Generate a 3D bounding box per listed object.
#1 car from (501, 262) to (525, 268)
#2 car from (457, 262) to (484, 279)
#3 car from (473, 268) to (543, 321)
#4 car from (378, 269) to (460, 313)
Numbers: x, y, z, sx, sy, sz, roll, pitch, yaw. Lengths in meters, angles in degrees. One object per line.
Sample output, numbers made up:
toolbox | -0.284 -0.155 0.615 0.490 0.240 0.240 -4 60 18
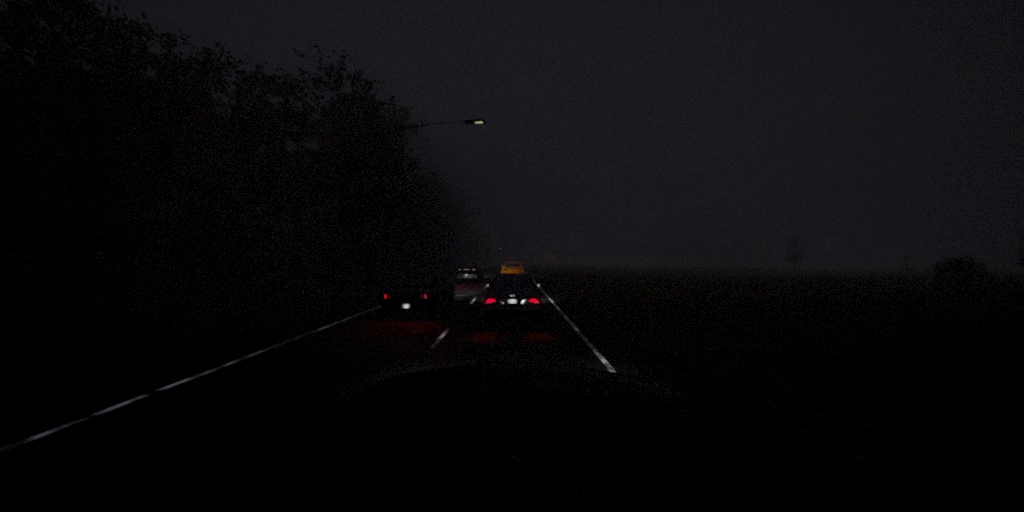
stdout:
car | 0.082 1.238 30.743 1.882 1.535 5.008 0 0 0
car | -3.428 1.253 29.592 2.128 1.511 4.902 0 0 1
car | 0.037 1.302 12.420 2.033 1.411 5.357 0 0 1
car | -3.449 1.356 13.968 1.895 1.301 4.718 0 0 1
